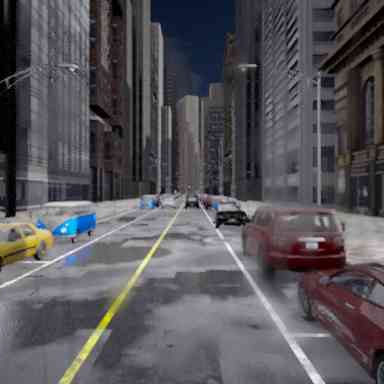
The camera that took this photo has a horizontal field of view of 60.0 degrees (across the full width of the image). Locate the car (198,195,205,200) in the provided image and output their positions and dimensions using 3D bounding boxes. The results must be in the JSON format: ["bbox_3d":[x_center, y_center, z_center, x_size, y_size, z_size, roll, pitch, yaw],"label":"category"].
[{"bbox_3d":[2.721,1.555,94.348,1.752,1.417,4.829,0,0,0],"label":"car"}]

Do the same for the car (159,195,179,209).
[{"bbox_3d":[-3.104,1.533,44.667,1.812,1.442,4.674,0,0,0],"label":"car"}]

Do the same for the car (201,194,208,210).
[{"bbox_3d":[2.743,1.322,43.695,2.192,1.841,5.009,0,0,0],"label":"car"}]

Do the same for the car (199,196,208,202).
[{"bbox_3d":[2.728,1.565,77.350,1.887,1.381,4.507,0,0,0],"label":"car"}]

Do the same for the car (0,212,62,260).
[{"bbox_3d":[-5.767,1.526,9.854,1.752,1.417,4.829,0,0,0],"label":"car"}]

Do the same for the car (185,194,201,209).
[{"bbox_3d":[0.031,1.485,45.341,1.882,1.535,5.008,0,0,0],"label":"car"}]

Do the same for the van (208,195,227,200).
[{"bbox_3d":[2.748,1.346,32.477,1.690,1.788,3.998,0,0,0],"label":"van"}]

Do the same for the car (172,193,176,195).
[{"bbox_3d":[-5.799,1.463,82.948,1.967,1.590,4.097,0,0,0],"label":"car"}]

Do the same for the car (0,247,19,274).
[{"bbox_3d":[-3.102,1.478,1.595,1.882,1.535,5.008,0,0,0],"label":"car"}]

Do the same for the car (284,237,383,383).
[{"bbox_3d":[2.760,1.582,4.431,1.802,1.307,4.206,0,0,0],"label":"car"}]

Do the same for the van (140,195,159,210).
[{"bbox_3d":[-5.782,1.348,43.681,1.690,1.788,3.998,0,0,0],"label":"van"}]

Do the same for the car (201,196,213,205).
[{"bbox_3d":[2.736,1.454,60.523,1.967,1.590,4.097,0,0,0],"label":"car"}]

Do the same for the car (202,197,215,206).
[{"bbox_3d":[2.738,1.556,54.914,1.887,1.381,4.507,0,0,0],"label":"car"}]

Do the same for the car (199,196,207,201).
[{"bbox_3d":[2.726,1.589,82.960,1.947,1.339,4.313,0,0,0],"label":"car"}]

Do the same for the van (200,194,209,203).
[{"bbox_3d":[2.731,1.359,71.741,1.690,1.788,3.998,0,0,0],"label":"van"}]

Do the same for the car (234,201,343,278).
[{"bbox_3d":[2.758,1.316,10.040,2.192,1.841,5.009,0,0,0],"label":"car"}]

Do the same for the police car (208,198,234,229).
[{"bbox_3d":[2.356,1.427,21.930,1.930,1.638,5.238,0,0,0],"label":"police car"}]

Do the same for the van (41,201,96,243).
[{"bbox_3d":[-5.769,1.342,15.634,1.690,1.788,3.998,0,0,0],"label":"van"}]

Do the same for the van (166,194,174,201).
[{"bbox_3d":[-5.801,1.367,88.558,1.690,1.788,3.998,0,0,0],"label":"van"}]

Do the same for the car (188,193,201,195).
[{"bbox_3d":[-0.027,1.235,59.394,2.150,2.045,5.566,0,0,0],"label":"car"}]
